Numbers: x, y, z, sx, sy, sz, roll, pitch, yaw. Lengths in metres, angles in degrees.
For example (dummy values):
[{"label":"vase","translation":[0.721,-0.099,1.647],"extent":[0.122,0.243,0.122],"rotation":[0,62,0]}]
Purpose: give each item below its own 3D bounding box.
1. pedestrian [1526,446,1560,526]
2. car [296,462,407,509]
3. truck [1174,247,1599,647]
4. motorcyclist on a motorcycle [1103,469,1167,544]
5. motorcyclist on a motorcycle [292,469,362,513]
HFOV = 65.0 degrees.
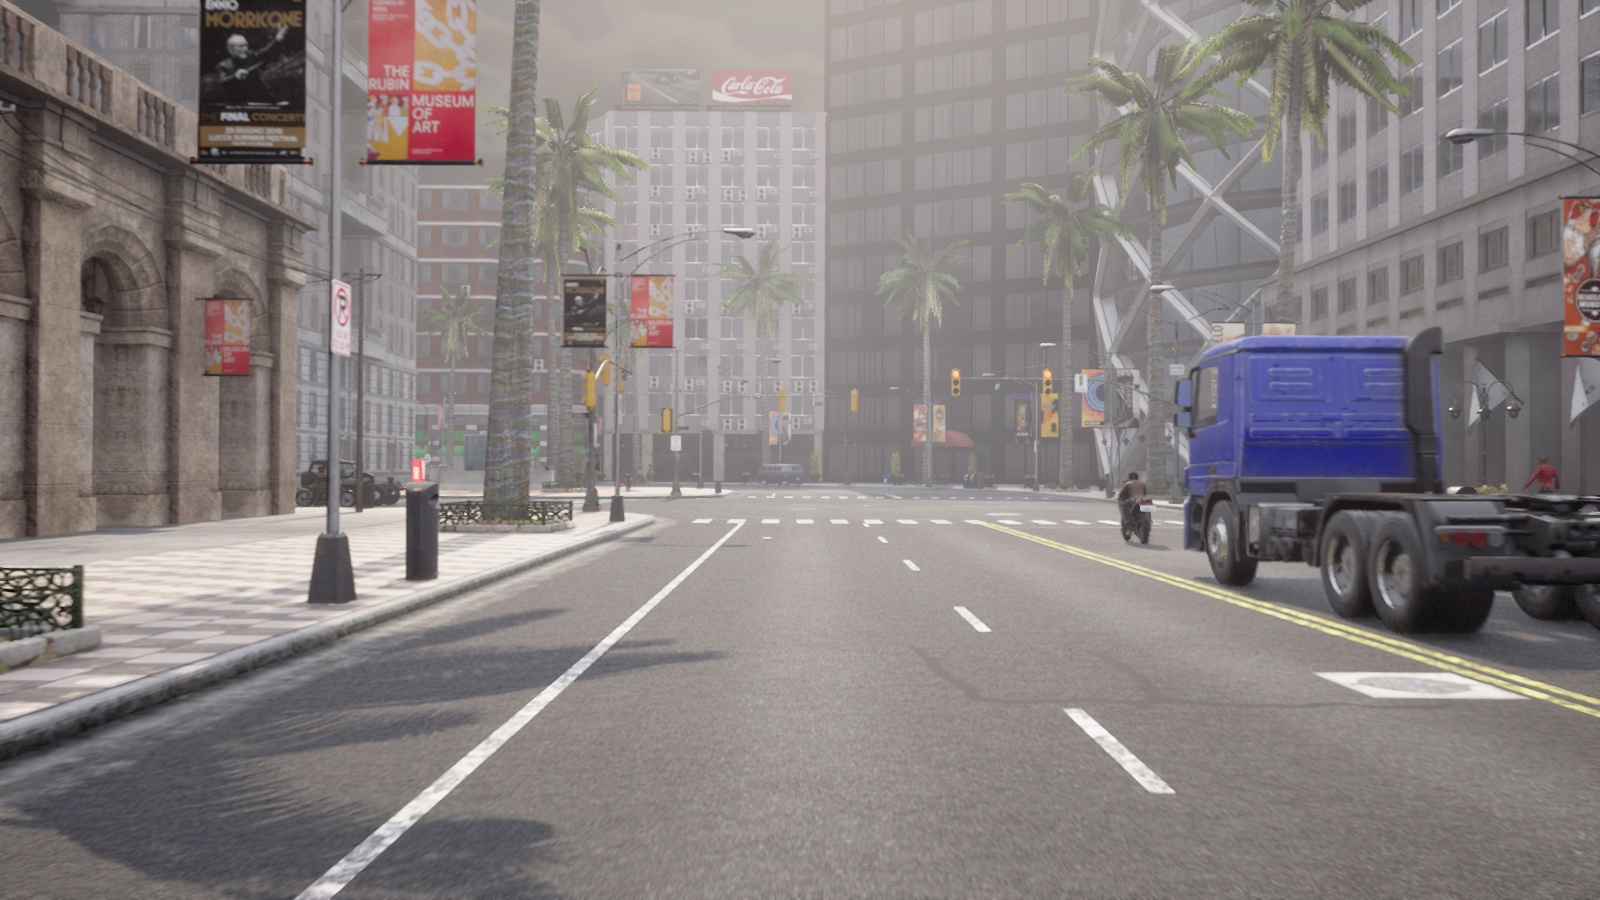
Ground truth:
[{"label":"pedestrian","translation":[17.468,0.842,29.521],"extent":[0.331,1.846,0.636],"rotation":[0,-1,-13]},{"label":"car","translation":[-18.270,1.448,51.285],"extent":[3.866,1.878,1.905],"rotation":[0,-1,0]},{"label":"truck","translation":[7.053,0.025,14.863],"extent":[2.891,3.462,7.936],"rotation":[0,-1,0]},{"label":"motorcyclist on a motorcycle","translation":[7.091,1.166,26.678],"extent":[0.797,1.523,2.044],"rotation":[0,-1,0]},{"label":"motorcyclist on a motorcycle","translation":[-17.993,1.549,47.783],"extent":[2.350,1.649,0.766],"rotation":[0,-1,0]}]
